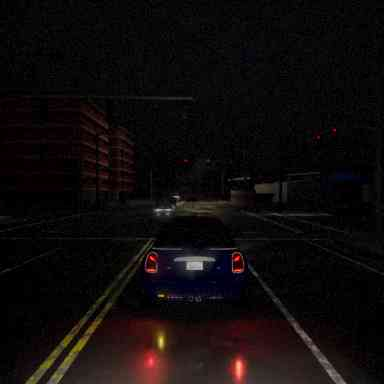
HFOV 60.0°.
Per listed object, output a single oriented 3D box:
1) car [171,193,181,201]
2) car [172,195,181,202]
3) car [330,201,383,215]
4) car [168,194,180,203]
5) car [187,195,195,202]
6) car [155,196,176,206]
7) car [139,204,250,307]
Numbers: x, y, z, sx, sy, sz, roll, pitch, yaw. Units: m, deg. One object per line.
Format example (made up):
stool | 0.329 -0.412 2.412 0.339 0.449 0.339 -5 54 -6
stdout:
car | -3.660 1.225 69.317 2.150 2.045 5.566 0 0 0
car | -3.684 1.540 79.682 2.033 1.411 5.357 0 0 0
car | 16.391 1.601 33.204 4.718 1.301 1.895 0 0 0
car | -3.714 1.547 58.156 2.033 1.411 5.357 0 0 0
car | -0.177 1.500 77.095 1.837 1.490 4.892 0 0 0
car | -3.694 1.537 44.098 2.033 1.411 5.357 0 0 0
car | 0.056 1.352 8.117 2.097 1.767 4.553 0 0 0
